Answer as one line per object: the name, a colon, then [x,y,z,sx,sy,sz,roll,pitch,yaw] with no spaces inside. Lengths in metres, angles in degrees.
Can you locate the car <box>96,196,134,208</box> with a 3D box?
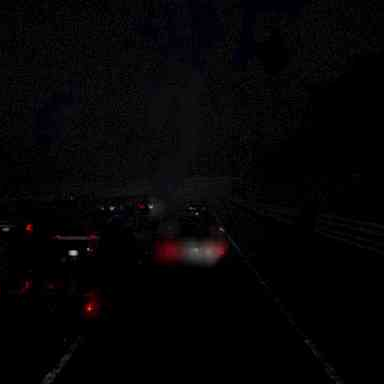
car: [-6.494,1.400,29.424,2.097,1.767,4.553,0,0,2]

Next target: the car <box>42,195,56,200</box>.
car: [-23.169,1.264,55.007,1.812,1.442,4.674,0,1,3]

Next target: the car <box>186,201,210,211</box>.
car: [0.514,1.542,29.586,2.128,1.511,4.902,0,0,2]

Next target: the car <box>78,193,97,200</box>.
car: [-16.190,1.291,54.605,2.033,1.411,5.357,0,1,3]

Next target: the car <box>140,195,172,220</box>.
car: [-3.027,1.278,28.434,2.150,2.045,5.566,0,1,2]

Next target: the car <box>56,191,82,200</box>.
car: [-19.672,0.959,54.879,2.150,2.045,5.566,0,1,3]

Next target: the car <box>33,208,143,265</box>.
car: [-3.356,1.548,11.955,2.128,1.511,4.902,0,0,1]

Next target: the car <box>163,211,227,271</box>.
car: [0.126,1.602,11.119,2.033,1.411,5.357,0,0,1]

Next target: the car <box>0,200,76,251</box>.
car: [-6.804,1.417,14.423,2.097,1.767,4.553,0,0,1]
